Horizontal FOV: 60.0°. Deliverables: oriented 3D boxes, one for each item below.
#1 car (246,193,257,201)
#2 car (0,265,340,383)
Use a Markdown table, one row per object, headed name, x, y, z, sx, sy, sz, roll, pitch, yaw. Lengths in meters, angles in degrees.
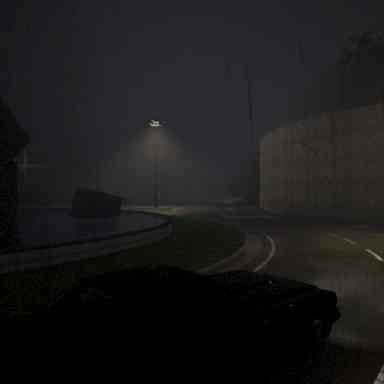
| name | x | y | z | sx | sy | sz | roll | pitch | yaw |
| --- | --- | --- | --- | --- | --- | --- | --- | --- | --- |
| car | 14.951 | 1.215 | 84.079 | 2.150 | 2.045 | 5.566 | 0 | 0 | 18 |
| car | -0.167 | 1.601 | 3.973 | 4.718 | 1.301 | 1.895 | 0 | 0 | -40 |
